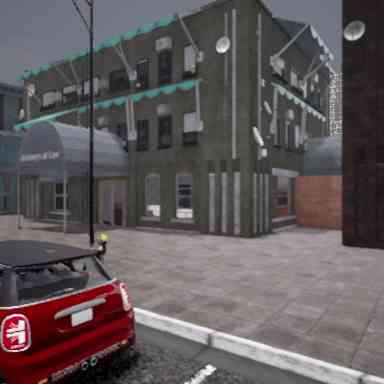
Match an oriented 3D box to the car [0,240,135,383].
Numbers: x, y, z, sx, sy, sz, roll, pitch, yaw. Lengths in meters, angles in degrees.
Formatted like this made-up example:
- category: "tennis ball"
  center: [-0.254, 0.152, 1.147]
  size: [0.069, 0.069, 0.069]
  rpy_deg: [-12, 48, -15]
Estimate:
- category: "car"
  center: [-2.819, 1.433, 4.886]
  size: [4.097, 1.590, 1.967]
  rpy_deg: [0, 0, 35]
